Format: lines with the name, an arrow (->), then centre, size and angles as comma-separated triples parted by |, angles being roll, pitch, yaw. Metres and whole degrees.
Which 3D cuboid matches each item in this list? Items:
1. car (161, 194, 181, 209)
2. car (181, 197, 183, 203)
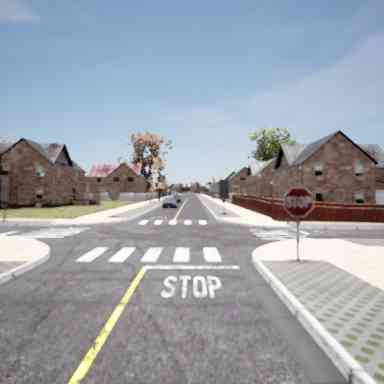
car -> -2.808, 1.348, 42.736 | 2.033, 1.411, 5.357 | 0, 0, 0
car -> -2.753, 1.222, 59.770 | 1.837, 1.490, 4.892 | 0, 0, 1
